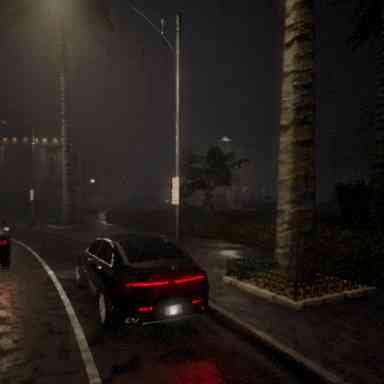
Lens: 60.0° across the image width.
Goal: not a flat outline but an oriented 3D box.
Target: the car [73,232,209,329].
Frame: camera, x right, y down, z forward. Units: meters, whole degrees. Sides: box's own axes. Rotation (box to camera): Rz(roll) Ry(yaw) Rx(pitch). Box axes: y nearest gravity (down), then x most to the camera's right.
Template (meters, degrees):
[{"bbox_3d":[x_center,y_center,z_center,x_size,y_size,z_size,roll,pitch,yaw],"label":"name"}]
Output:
[{"bbox_3d":[-1.399,1.660,7.430,1.837,1.490,4.892,1,-1,-27],"label":"car"}]

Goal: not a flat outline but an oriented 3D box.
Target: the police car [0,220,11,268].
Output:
[{"bbox_3d":[-7.518,1.643,11.580,1.930,1.638,5.238,1,-2,-32],"label":"police car"}]
